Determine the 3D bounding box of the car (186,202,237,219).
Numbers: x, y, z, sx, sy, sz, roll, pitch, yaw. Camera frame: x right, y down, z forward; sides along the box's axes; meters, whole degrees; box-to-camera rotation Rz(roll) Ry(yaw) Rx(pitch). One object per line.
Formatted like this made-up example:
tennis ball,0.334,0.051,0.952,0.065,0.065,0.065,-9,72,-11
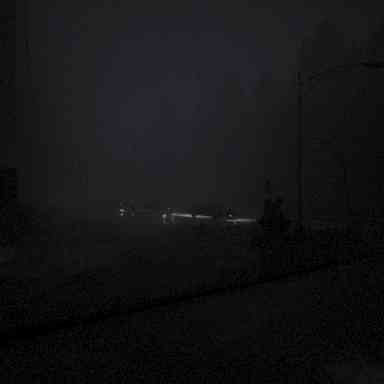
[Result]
car,1.577,1.553,29.316,2.033,1.411,5.357,0,0,-36

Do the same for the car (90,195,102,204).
car,-18.082,1.359,63.959,2.097,1.767,4.553,0,0,-35

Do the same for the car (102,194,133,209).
car,-9.864,1.227,45.311,2.150,2.045,5.566,0,0,-35

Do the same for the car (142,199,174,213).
car,-3.826,1.497,36.860,2.128,1.511,4.902,0,0,-36
